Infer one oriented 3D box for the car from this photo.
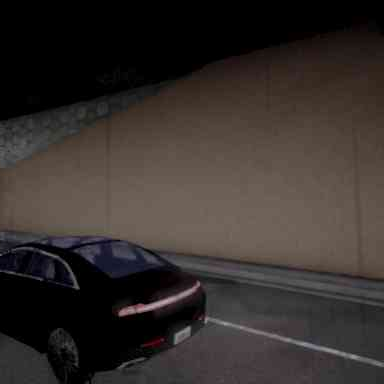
[{"bbox_3d":[-2.070,1.470,5.346,4.902,1.511,2.128,0,0,36],"label":"car"}]
